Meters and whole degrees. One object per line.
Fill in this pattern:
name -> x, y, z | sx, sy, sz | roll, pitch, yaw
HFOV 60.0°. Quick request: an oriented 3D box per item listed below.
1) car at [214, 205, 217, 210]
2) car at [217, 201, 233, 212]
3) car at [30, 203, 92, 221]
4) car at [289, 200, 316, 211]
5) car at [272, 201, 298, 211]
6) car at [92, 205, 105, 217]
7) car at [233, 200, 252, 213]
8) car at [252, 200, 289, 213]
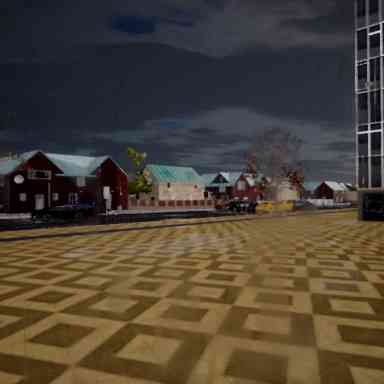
car -> 5.610, 2.266, 53.063 | 1.895, 1.301, 4.718 | -1, -1, 44
car -> 6.399, 2.109, 49.197 | 1.837, 1.490, 4.892 | -1, -2, 44
car -> -11.853, 1.867, 29.870 | 1.895, 1.301, 4.718 | -1, -1, 43
car -> 17.296, 2.015, 51.237 | 2.097, 1.767, 4.553 | -1, -1, 43
car -> 14.948, 2.173, 53.483 | 1.882, 1.535, 5.008 | -1, -1, 43
car -> -11.777, 1.888, 34.696 | 2.033, 1.411, 5.357 | -1, -1, 43
car -> 8.228, 1.910, 46.266 | 2.097, 1.767, 4.553 | -1, -1, 44
car -> 10.376, 2.000, 43.795 | 1.882, 1.535, 5.008 | -1, -1, 44
